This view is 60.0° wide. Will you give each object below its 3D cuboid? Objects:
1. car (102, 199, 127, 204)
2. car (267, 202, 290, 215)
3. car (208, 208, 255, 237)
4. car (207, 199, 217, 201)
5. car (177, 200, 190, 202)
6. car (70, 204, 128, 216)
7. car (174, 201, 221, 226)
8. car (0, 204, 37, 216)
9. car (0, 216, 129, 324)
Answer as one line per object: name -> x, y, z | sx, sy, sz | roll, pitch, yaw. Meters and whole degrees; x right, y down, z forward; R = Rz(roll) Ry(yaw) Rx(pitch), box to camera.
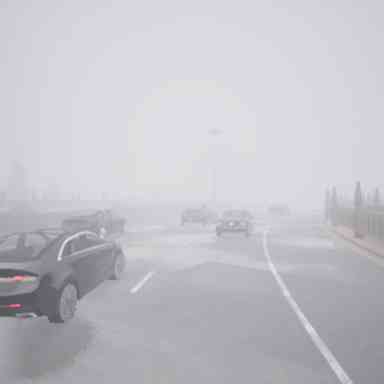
car -> -9.370, 1.647, 38.847 | 2.097, 1.767, 4.553 | 0, -1, 23
car -> 10.197, 1.883, 38.946 | 1.812, 1.442, 4.674 | 0, -1, 27
car -> 2.600, 1.696, 19.335 | 2.033, 1.411, 5.357 | 0, 0, 14
car -> 3.778, 2.086, 67.304 | 1.895, 1.301, 4.718 | 0, -1, 38
car -> -1.243, 1.926, 47.551 | 1.837, 1.490, 4.892 | 0, -1, 29
car -> -4.900, 1.610, 17.511 | 1.837, 1.490, 4.892 | 0, -1, 11
car -> 0.618, 1.682, 24.986 | 2.128, 1.511, 4.902 | 0, -1, 17
car -> -16.197, 1.744, 30.287 | 1.994, 1.385, 4.181 | 0, -1, 17
car -> -2.913, 1.525, 7.231 | 2.128, 1.511, 4.902 | 0, 0, 5
